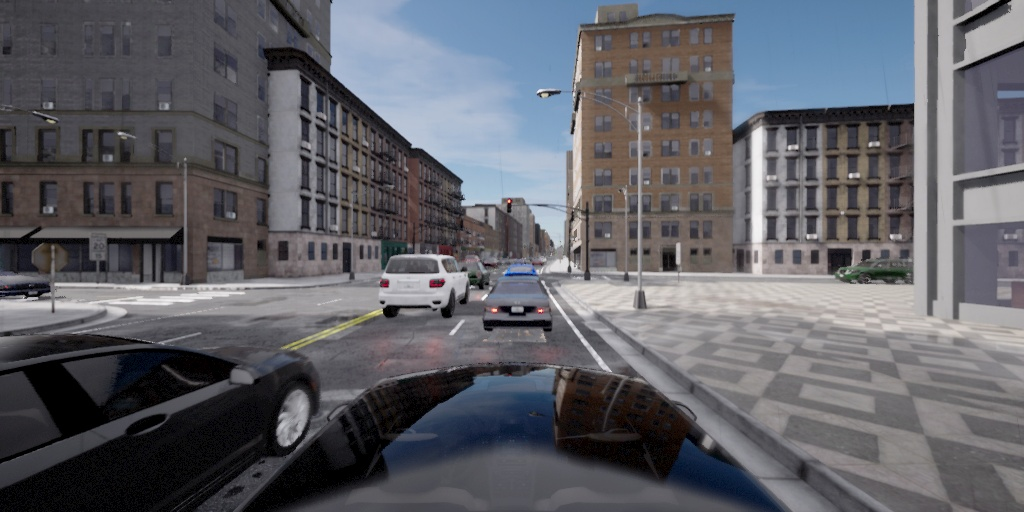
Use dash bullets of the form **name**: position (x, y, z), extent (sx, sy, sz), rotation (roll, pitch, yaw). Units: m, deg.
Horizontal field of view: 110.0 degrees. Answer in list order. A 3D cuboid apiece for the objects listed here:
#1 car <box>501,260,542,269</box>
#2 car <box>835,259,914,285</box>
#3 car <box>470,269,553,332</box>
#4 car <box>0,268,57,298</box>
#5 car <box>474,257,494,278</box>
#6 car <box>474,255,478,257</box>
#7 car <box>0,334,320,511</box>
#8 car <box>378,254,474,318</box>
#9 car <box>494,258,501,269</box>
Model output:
- **car**: position (0.563, 1.220, 20.663), extent (1.882, 1.535, 5.008), rotation (0, 0, 2)
- **car**: position (29.978, 1.300, 29.261), extent (5.566, 2.045, 2.150), rotation (1, 0, 8)
- **car**: position (0.202, 1.292, 10.847), extent (2.033, 1.411, 5.357), rotation (0, 0, 2)
- **car**: position (-22.720, 1.129, 14.983), extent (5.357, 1.411, 2.033), rotation (1, 0, -1)
- **car**: position (-2.598, 1.094, 22.642), extent (2.097, 1.767, 4.553), rotation (0, 0, 3)
- **car**: position (-6.604, 0.909, 56.686), extent (2.150, 2.045, 5.566), rotation (0, 0, 7)
- **car**: position (-3.118, 1.254, 2.166), extent (1.837, 1.490, 4.892), rotation (0, 0, 0)
- **car**: position (-2.947, 0.967, 13.096), extent (2.150, 2.045, 5.566), rotation (0, 0, 1)
- **car**: position (-3.422, 1.043, 55.864), extent (2.097, 1.767, 4.553), rotation (0, 0, 7)
